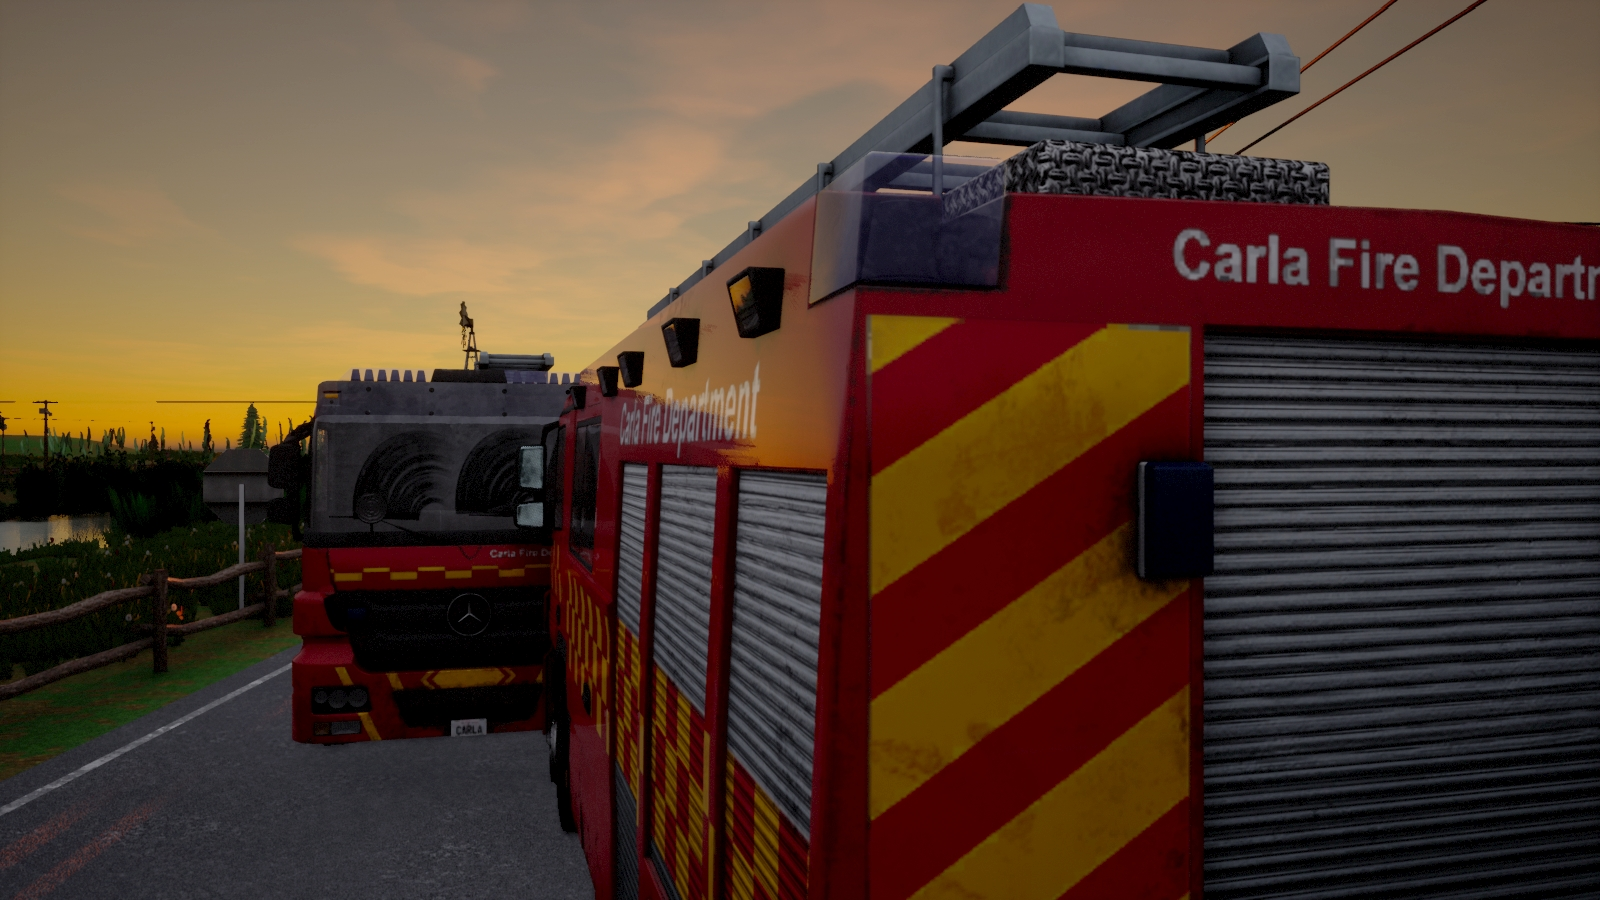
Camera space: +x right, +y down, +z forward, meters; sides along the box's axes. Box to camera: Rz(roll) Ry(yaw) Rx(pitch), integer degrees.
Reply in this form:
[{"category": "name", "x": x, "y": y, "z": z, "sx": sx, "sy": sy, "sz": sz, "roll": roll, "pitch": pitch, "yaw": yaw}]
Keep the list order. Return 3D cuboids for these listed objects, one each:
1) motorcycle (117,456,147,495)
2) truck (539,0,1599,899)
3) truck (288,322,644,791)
[{"category": "motorcycle", "x": -41.485, "y": 1.577, "z": 71.023, "sx": 0.803, "sy": 2.348, "sz": 2.033, "roll": 0, "pitch": 0, "yaw": -4}, {"category": "truck", "x": 0.148, "y": 0.867, "z": 6.869, "sx": 2.891, "sy": 3.827, "sz": 8.468, "roll": 0, "pitch": 0, "yaw": -16}, {"category": "truck", "x": -3.941, "y": 0.862, "z": 13.785, "sx": 2.891, "sy": 3.827, "sz": 8.468, "roll": 0, "pitch": 0, "yaw": -16}]
